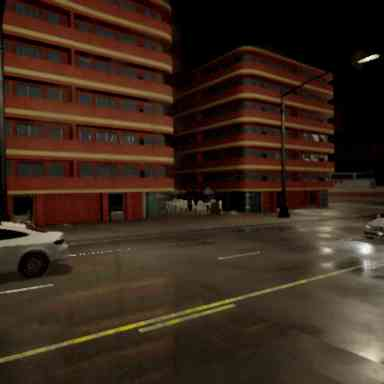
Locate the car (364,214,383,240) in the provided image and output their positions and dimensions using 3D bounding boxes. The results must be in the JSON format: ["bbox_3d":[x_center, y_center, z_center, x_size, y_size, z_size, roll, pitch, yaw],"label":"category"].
[{"bbox_3d":[10.010,1.522,15.748,4.674,1.442,1.812,0,0,-36],"label":"car"}]

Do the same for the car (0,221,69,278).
[{"bbox_3d":[-5.659,1.526,8.587,4.674,1.442,1.812,0,0,-36],"label":"car"}]
